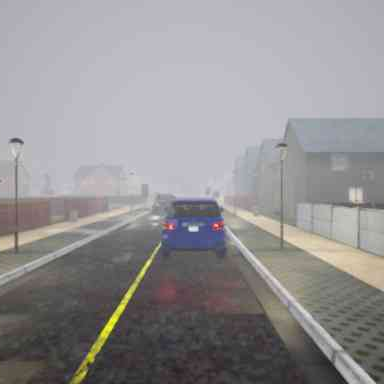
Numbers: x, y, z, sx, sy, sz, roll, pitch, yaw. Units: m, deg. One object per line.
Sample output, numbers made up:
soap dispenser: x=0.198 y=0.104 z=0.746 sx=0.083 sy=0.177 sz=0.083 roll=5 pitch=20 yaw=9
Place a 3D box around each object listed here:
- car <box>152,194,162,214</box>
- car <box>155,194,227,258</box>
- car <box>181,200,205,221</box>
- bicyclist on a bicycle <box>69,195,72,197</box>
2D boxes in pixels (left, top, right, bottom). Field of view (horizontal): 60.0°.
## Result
car: x=-2.800 y=1.184 z=34.444 sx=2.150 sy=2.045 sz=5.566 roll=0 pitch=0 yaw=0
car: x=0.071 y=1.208 z=12.768 sx=2.150 sy=2.045 sz=5.566 roll=0 pitch=0 yaw=0
car: x=0.080 y=1.494 z=28.116 sx=1.812 sy=1.442 sz=4.674 roll=0 pitch=0 yaw=0
bicyclist on a bicycle: x=-20.187 y=1.283 z=55.289 sx=0.582 sy=1.620 sz=1.656 roll=0 pitch=0 yaw=0
